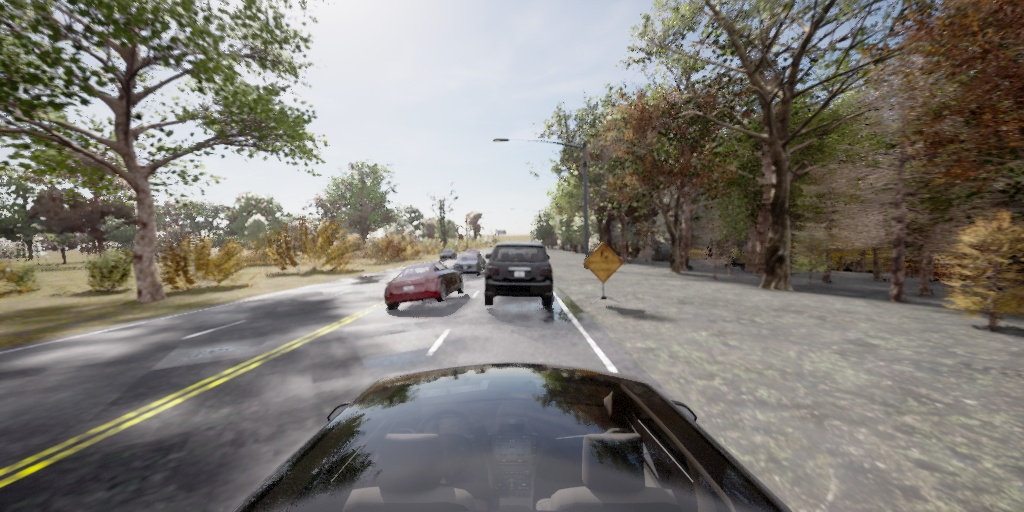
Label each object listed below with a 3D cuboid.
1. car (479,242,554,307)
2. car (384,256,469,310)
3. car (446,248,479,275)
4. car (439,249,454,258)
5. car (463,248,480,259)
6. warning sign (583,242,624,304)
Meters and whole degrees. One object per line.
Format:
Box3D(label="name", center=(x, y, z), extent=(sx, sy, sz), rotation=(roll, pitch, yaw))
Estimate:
Box3D(label="car", center=(0.197, 0.529, 12.977), extent=(2.150, 2.045, 5.566), rotation=(1, 2, 0))
Box3D(label="car", center=(-3.157, 0.962, 13.459), extent=(1.994, 1.385, 4.181), rotation=(-8, 1, 4))
Box3D(label="car", center=(-3.020, 0.498, 25.795), extent=(2.033, 1.411, 5.357), rotation=(0, 6, 1))
Box3D(label="car", center=(-9.302, -0.211, 52.203), extent=(1.837, 1.490, 4.892), rotation=(-2, 3, 1))
Box3D(label="car", center=(-6.015, -0.393, 53.955), extent=(1.882, 1.535, 5.008), rotation=(-2, 2, 1))
Box3D(label="warning sign", center=(2.899, 0.492, 11.401), extent=(1.300, 1.860, 1.060), rotation=(0, 0, 1))
